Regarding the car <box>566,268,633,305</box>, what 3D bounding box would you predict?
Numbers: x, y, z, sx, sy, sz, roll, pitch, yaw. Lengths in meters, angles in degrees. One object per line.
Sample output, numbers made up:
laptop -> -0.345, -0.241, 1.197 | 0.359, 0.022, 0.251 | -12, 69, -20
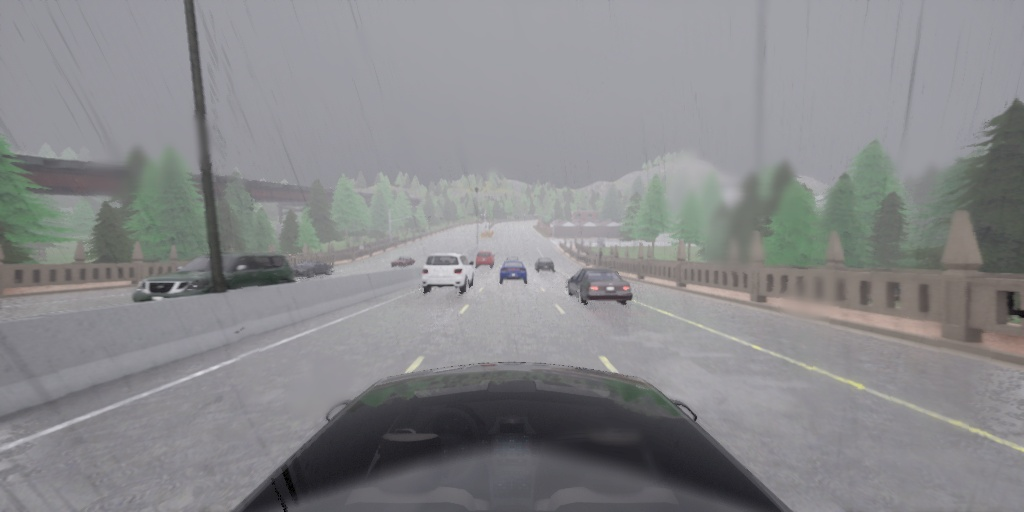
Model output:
car -> 3.600, 1.229, 15.612 | 2.033, 1.411, 5.357 | 0, 0, 0

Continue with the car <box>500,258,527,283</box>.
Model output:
car -> 0.100, 1.106, 26.527 | 1.882, 1.535, 5.008 | 0, 0, 0

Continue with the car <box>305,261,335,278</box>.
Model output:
car -> -17.548, 1.152, 31.396 | 2.033, 1.411, 5.357 | 0, 0, 0

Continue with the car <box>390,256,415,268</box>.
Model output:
car -> -14.000, 0.750, 46.073 | 1.895, 1.301, 4.718 | 0, 3, 0

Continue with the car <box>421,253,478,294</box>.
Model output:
car -> -3.400, 0.882, 19.817 | 2.150, 2.045, 5.566 | 0, 0, 0

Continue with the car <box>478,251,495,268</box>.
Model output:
car -> -3.400, 0.380, 45.871 | 2.150, 2.045, 5.566 | 0, 3, 0

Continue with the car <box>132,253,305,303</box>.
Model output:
car -> -10.595, 0.915, 13.471 | 2.150, 2.045, 5.566 | 0, 0, 0

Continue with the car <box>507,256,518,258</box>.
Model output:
car -> 0.099, 0.684, 47.061 | 1.895, 1.301, 4.718 | 0, 4, 0

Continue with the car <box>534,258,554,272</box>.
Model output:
car -> 3.600, 0.907, 40.346 | 1.882, 1.535, 5.008 | 0, 2, 0
